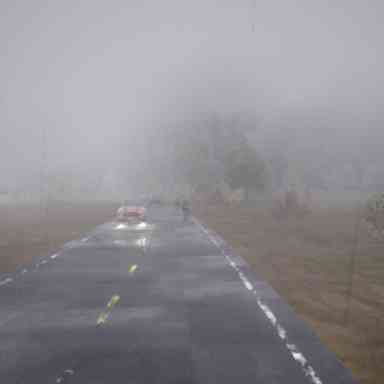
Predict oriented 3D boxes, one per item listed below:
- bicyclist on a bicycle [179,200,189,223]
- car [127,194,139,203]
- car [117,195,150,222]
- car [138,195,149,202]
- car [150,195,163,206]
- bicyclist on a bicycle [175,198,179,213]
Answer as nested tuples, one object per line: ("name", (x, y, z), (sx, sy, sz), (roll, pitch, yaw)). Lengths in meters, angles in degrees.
("bicyclist on a bicycle", (-0.433, 1.426, 24.303), (0.582, 1.620, 1.656), (0, 0, -5))
("car", (-12.007, 1.313, 67.090), (2.097, 1.767, 4.553), (0, 0, -14))
("car", (-4.558, 1.330, 25.920), (2.097, 1.767, 4.553), (0, 0, -6))
("car", (-10.800, 1.433, 73.898), (1.882, 1.535, 5.008), (0, 0, -17))
("car", (-6.116, 1.308, 55.645), (2.097, 1.767, 4.553), (0, 0, -12))
("bicyclist on a bicycle", (-1.457, 1.419, 33.332), (0.582, 1.620, 1.656), (0, 0, -8))
